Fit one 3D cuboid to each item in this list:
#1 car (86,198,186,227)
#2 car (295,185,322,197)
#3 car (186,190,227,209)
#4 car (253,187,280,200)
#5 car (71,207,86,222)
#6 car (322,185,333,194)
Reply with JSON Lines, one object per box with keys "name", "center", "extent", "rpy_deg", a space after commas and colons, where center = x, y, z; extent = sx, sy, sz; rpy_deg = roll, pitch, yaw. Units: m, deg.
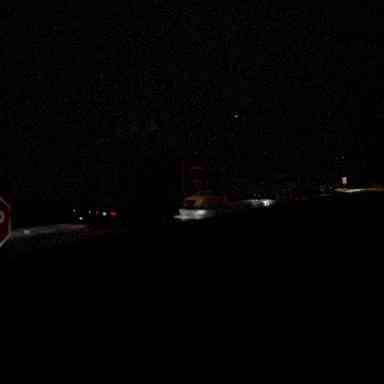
{"name": "car", "center": [-2.926, 1.051, 18.695], "extent": [2.033, 1.411, 5.357], "rpy_deg": [-1, 2, 35]}
{"name": "car", "center": [14.935, -0.117, 43.699], "extent": [2.128, 1.511, 4.902], "rpy_deg": [0, 2, 36]}
{"name": "car", "center": [1.257, 0.587, 29.486], "extent": [1.882, 1.535, 5.008], "rpy_deg": [-1, 2, 35]}
{"name": "car", "center": [9.184, 0.122, 40.587], "extent": [1.837, 1.490, 4.892], "rpy_deg": [-1, 2, 36]}
{"name": "car", "center": [-5.029, 1.111, 20.654], "extent": [1.895, 1.301, 4.718], "rpy_deg": [-1, 2, 36]}
{"name": "car", "center": [20.873, -0.393, 52.129], "extent": [1.994, 1.385, 4.181], "rpy_deg": [-1, 2, 35]}
